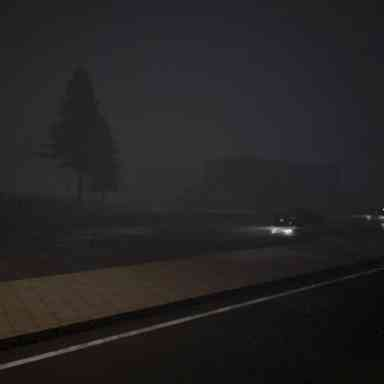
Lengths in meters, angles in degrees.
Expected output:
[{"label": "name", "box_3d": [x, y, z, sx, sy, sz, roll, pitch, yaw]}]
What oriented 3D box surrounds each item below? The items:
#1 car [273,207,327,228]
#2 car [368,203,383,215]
[{"label": "car", "box_3d": [7.662, 1.733, 23.581, 4.181, 1.385, 1.994, 1, 0, -35]}, {"label": "car", "box_3d": [22.230, 1.951, 38.153, 4.718, 1.301, 1.895, 1, 0, -36]}]
